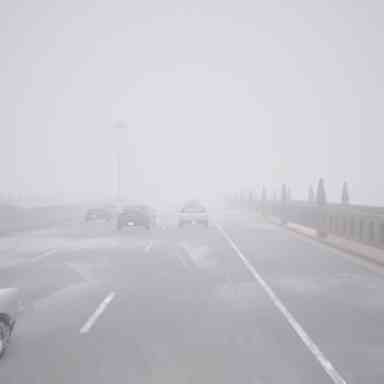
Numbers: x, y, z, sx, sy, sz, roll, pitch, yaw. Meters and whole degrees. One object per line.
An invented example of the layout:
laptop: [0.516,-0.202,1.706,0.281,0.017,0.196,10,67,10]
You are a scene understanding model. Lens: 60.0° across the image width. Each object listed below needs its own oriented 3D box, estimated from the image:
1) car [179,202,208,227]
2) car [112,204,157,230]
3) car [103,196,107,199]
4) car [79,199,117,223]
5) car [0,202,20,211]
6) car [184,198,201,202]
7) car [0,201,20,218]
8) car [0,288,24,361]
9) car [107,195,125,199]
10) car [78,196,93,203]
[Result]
car: [0.091,1.604,22.935,1.895,1.301,4.718,0,0,0]
car: [-3.405,1.508,20.906,1.837,1.490,4.892,0,0,0]
car: [-17.523,1.562,69.581,1.994,1.385,4.181,0,0,0]
car: [-6.909,1.529,25.784,1.812,1.442,4.674,0,0,0]
car: [-14.106,1.494,23.676,2.128,1.511,4.902,0,0,0]
car: [0.084,1.511,41.565,1.837,1.490,4.892,0,0,0]
car: [-17.608,1.550,29.400,2.033,1.411,5.357,0,0,0]
car: [-3.400,1.601,2.758,1.895,1.301,4.718,0,0,0]
car: [-14.038,1.362,63.302,2.097,1.767,4.553,0,0,0]
car: [-21.024,1.533,65.990,1.812,1.442,4.674,0,0,0]
